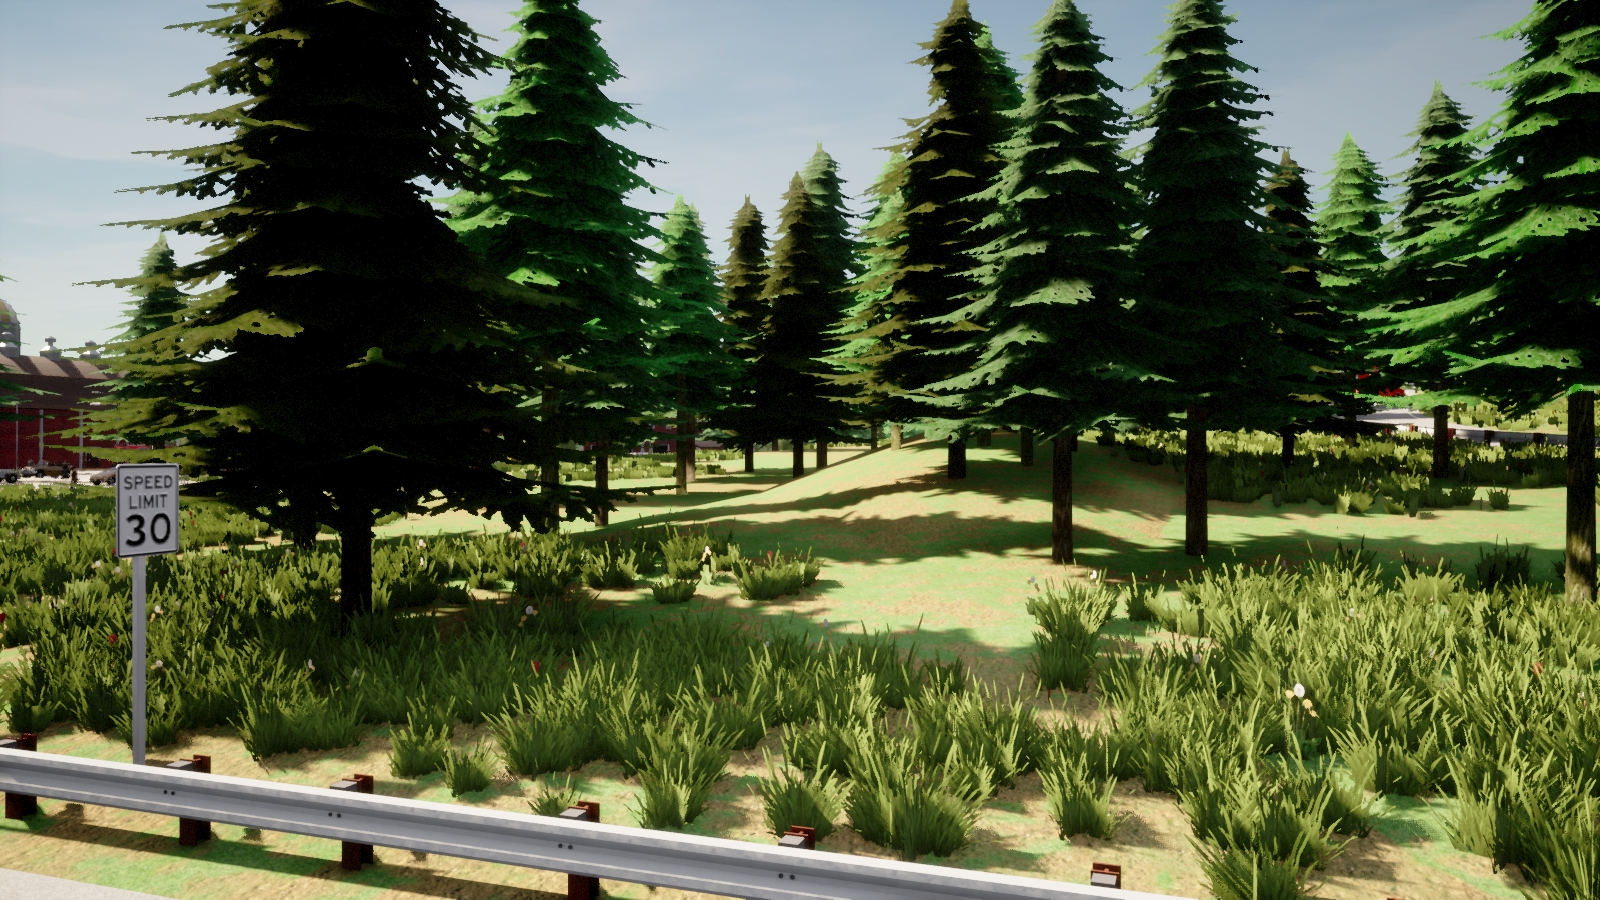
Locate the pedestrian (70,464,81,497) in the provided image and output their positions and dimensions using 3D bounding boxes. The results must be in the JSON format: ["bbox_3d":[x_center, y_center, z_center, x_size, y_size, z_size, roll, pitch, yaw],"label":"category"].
[{"bbox_3d":[-40.514,1.700,63.872,0.375,1.860,0.375,0,0,33],"label":"pedestrian"}]
